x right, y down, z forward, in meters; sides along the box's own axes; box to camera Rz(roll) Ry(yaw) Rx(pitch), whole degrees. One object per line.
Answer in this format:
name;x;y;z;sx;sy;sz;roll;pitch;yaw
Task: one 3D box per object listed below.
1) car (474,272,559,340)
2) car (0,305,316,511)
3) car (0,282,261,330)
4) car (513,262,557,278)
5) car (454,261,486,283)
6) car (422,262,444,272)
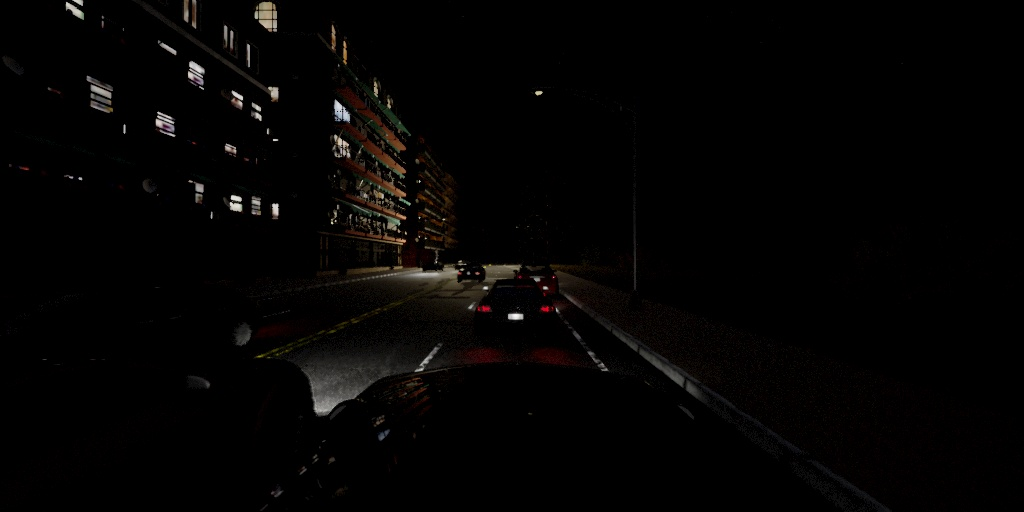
car;0.099;1.315;9.967;1.994;1.385;4.181;0;0;0
car;-3.152;1.313;2.247;1.994;1.385;4.181;0;0;0
car;-6.599;1.255;6.174;1.837;1.490;4.892;0;0;0
car;1.146;1.103;18.548;2.097;1.767;4.553;0;0;0
car;-3.134;1.299;28.381;2.033;1.411;5.357;0;0;0
car;-9.828;1.352;44.731;1.895;1.301;4.718;0;0;0
